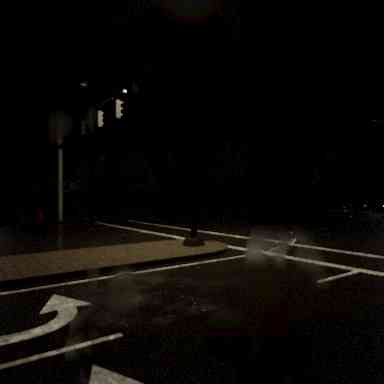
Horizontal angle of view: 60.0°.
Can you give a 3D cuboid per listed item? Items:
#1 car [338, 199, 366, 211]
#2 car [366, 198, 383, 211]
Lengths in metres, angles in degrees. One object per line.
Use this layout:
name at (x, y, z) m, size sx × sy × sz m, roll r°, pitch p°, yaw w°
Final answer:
car at (20.414, 1.529, 41.456) m, size 5.357 × 1.411 × 2.033 m, roll 0°, pitch 0°, yaw -36°
car at (22.791, 1.459, 38.846) m, size 5.008 × 1.535 × 1.882 m, roll 0°, pitch 0°, yaw -36°
